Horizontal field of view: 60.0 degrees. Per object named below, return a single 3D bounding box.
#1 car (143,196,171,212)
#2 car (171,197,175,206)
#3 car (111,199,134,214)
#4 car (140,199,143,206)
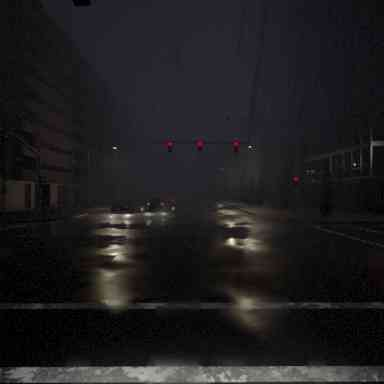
[{"bbox_3d":[-3.951,1.346,38.002,2.097,1.767,4.553,0,0,0],"label":"car"},{"bbox_3d":[-3.790,1.470,54.857,1.882,1.535,5.008,0,0,1],"label":"car"},{"bbox_3d":[-7.449,1.520,36.100,1.812,1.442,4.674,0,0,0],"label":"car"},{"bbox_3d":[-7.297,1.556,54.383,1.994,1.385,4.181,0,0,1],"label":"car"}]
